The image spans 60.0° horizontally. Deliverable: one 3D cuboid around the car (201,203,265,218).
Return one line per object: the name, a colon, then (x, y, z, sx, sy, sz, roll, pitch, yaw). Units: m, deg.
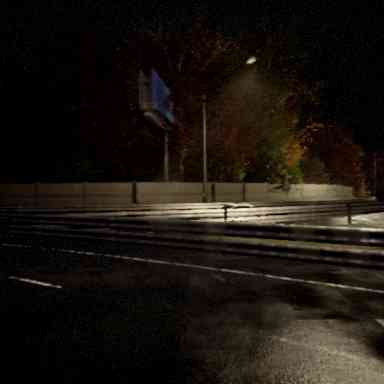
car: (2.825, 1.521, 22.880, 4.674, 1.442, 1.812, -1, 0, -24)
